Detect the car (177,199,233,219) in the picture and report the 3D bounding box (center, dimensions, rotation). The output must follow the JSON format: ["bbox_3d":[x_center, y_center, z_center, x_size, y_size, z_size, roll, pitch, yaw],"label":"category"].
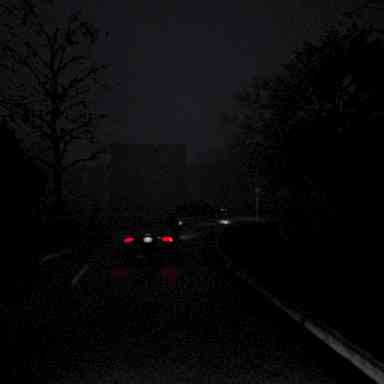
[{"bbox_3d":[1.062,1.393,28.265,5.008,1.535,1.882,-1,0,30],"label":"car"}]

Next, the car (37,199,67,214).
[{"bbox_3d":[-16.607,1.592,40.347,2.185,1.767,4.553,-2,0,-9],"label":"car"}]

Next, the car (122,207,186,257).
[{"bbox_3d":[-1.405,1.534,12.912,2.033,1.411,5.357,-1,0,-1],"label":"car"}]
